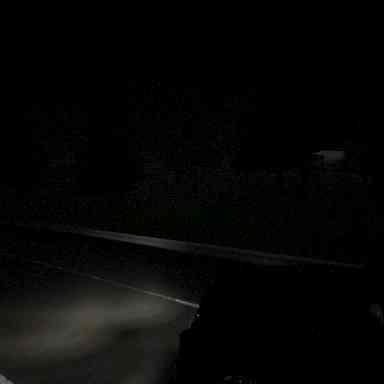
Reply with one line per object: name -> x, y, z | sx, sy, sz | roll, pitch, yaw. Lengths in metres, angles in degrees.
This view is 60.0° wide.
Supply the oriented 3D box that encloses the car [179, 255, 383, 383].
car -> 2.439, 1.220, 2.313 | 5.566, 2.045, 2.150 | 0, 0, 41
